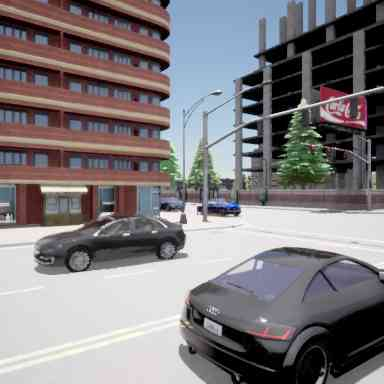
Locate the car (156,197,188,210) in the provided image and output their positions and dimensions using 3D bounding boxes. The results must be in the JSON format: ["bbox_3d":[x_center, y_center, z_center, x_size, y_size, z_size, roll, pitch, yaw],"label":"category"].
[{"bbox_3d":[-2.738,1.478,44.717,1.882,1.535,5.008,0,0,-36],"label":"car"}]

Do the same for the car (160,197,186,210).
[{"bbox_3d":[-2.649,1.564,38.600,1.994,1.385,4.181,0,0,-37],"label":"car"}]

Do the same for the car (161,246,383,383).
[{"bbox_3d":[1.880,1.564,5.103,4.181,1.385,1.994,0,0,-35],"label":"car"}]

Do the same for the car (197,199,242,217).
[{"bbox_3d":[2.522,1.601,31.443,1.895,1.301,4.718,0,0,-35],"label":"car"}]

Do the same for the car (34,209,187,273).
[{"bbox_3d":[-2.458,1.505,10.840,4.892,1.490,1.837,0,0,-36],"label":"car"}]
